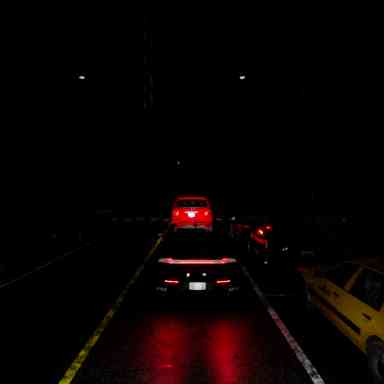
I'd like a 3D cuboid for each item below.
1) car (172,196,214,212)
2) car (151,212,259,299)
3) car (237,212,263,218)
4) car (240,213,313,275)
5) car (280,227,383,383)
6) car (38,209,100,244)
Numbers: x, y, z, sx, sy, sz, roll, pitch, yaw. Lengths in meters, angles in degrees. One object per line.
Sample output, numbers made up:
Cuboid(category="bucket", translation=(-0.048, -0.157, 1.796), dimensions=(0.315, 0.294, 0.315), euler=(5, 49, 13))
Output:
Cuboid(category="car", translation=(0.062, 1.215, 18.793), dimensions=(2.150, 2.045, 5.566), euler=(0, 0, 2))
Cuboid(category="car", translation=(0.096, 1.489, 8.445), dimensions=(2.128, 1.511, 4.902), euler=(0, 0, 0))
Cuboid(category="car", translation=(2.861, 1.576, 15.859), dimensions=(1.802, 1.307, 4.206), euler=(-1, 0, 0))
Cuboid(category="car", translation=(2.863, 1.562, 10.273), dimensions=(1.947, 1.339, 4.313), euler=(-1, 0, 0))
Cuboid(category="car", translation=(2.864, 1.524, 4.857), dimensions=(1.752, 1.417, 4.829), euler=(-1, 0, 0))
Cuboid(category="car", translation=(-5.684, 1.539, 15.853), dimensions=(1.887, 1.381, 4.507), euler=(-1, 0, 0))
